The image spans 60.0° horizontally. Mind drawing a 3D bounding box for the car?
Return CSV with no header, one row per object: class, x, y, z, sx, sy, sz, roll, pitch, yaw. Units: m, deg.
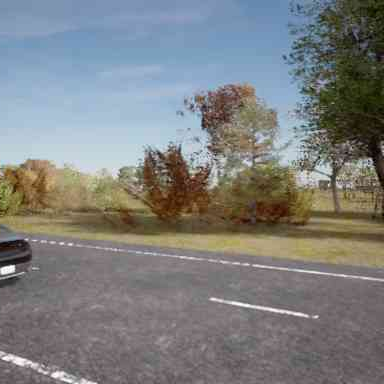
car,-6.086,1.376,8.114,4.892,1.490,1.837,1,1,26
